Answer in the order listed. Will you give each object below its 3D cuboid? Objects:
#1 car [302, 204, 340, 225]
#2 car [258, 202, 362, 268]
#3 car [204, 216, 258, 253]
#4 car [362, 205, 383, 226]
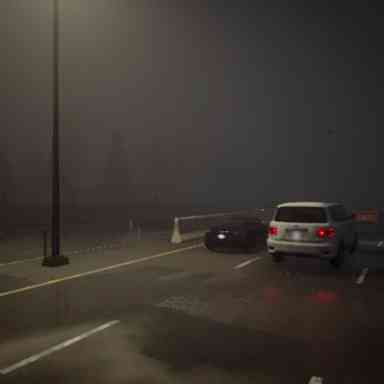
[{"bbox_3d":[11.108,1.823,28.368,1.882,1.535,5.008,-1,-1,34],"label":"car"},{"bbox_3d":[4.596,1.375,12.198,2.150,2.045,5.566,-1,-1,33],"label":"car"},{"bbox_3d":[2.301,1.773,15.056,1.994,1.385,4.181,-1,-1,34],"label":"car"},{"bbox_3d":[14.015,1.776,26.419,1.882,1.535,5.008,-1,-1,34],"label":"car"}]
